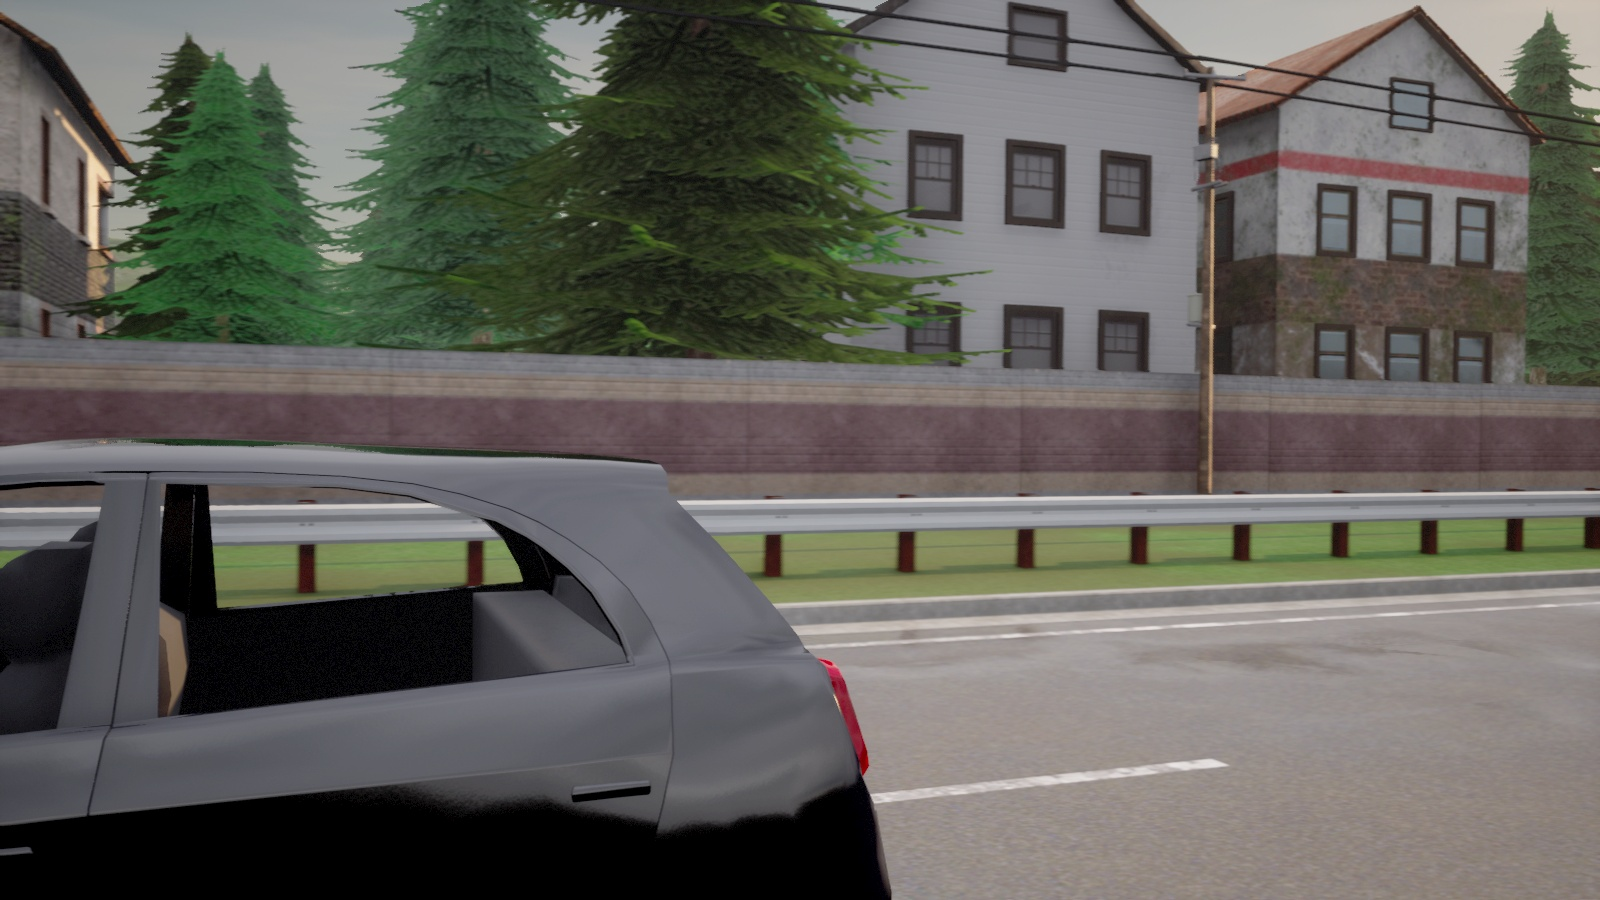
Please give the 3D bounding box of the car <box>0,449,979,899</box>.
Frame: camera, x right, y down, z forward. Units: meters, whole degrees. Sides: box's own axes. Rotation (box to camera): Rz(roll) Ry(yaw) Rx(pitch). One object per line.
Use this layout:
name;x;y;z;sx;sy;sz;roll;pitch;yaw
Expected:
car;-1.686;0.788;2.600;3.633;1.501;1.845;-1;1;-21
